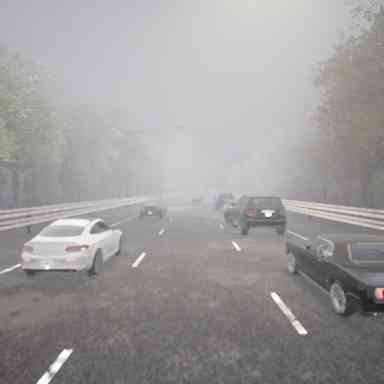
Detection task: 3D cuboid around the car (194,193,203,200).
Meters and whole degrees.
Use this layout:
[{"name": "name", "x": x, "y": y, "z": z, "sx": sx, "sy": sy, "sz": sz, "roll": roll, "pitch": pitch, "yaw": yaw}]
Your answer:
[{"name": "car", "x": 1.544, "y": 1.029, "z": 79.971, "sx": 2.097, "sy": 1.767, "sz": 4.553, "roll": 0, "pitch": 0, "yaw": 2}]

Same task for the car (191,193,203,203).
[{"name": "car", "x": 0.869, "y": 1.366, "z": 60.447, "sx": 1.895, "sy": 1.301, "sz": 4.718, "roll": 0, "pitch": 0, "yaw": 2}]

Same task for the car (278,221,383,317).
[{"name": "car", "x": 3.517, "y": 1.574, "z": 7.336, "sx": 1.895, "sy": 1.301, "sz": 4.718, "roll": 0, "pitch": 0, "yaw": 0}]

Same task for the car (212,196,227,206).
[{"name": "car", "x": 4.143, "y": 1.351, "z": 51.120, "sx": 2.033, "sy": 1.411, "sz": 5.357, "roll": 0, "pitch": 0, "yaw": 1}]

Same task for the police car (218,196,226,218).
[{"name": "police car", "x": 3.718, "y": 1.396, "z": 29.215, "sx": 2.038, "sy": 1.542, "sz": 4.974, "roll": 0, "pitch": 0, "yaw": 1}]

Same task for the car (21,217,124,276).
[{"name": "car", "x": -3.363, "y": 1.488, "z": 10.072, "sx": 1.812, "sy": 1.442, "sz": 4.674, "roll": 0, "pitch": 0, "yaw": 0}]

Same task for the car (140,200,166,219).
[{"name": "car", "x": -3.208, "y": 1.421, "z": 27.847, "sx": 1.812, "sy": 1.442, "sz": 4.674, "roll": 0, "pitch": 0, "yaw": 1}]

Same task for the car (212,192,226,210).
[{"name": "car", "x": 3.903, "y": 1.069, "z": 40.197, "sx": 2.150, "sy": 2.045, "sz": 5.566, "roll": 0, "pitch": 0, "yaw": 1}]

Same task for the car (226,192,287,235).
[{"name": "car", "x": 3.507, "y": 1.154, "z": 18.490, "sx": 2.150, "sy": 2.045, "sz": 5.566, "roll": 0, "pitch": 0, "yaw": -3}]
